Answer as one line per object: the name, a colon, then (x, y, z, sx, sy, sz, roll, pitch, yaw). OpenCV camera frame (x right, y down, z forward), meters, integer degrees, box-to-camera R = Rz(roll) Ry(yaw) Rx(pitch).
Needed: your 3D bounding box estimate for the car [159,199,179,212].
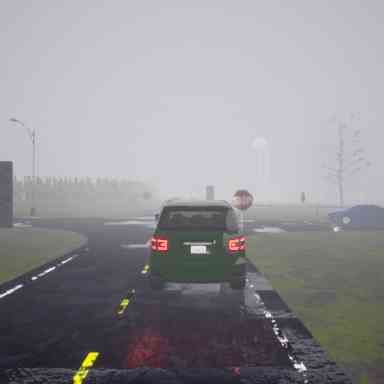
car: (-2.727, 1.586, 40.457, 1.994, 1.385, 4.181, 0, 0, 2)

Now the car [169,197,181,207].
car: (-2.692, 1.566, 53.576, 1.812, 1.442, 4.674, 0, 0, 0)

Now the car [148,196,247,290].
car: (0.111, 1.222, 9.198, 2.150, 2.045, 5.566, 0, 0, 0)

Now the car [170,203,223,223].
car: (0.216, 1.610, 26.603, 1.895, 1.301, 4.718, 0, 0, -34)

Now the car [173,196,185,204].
car: (-2.592, 1.612, 67.274, 2.033, 1.411, 5.357, 0, 0, 1)

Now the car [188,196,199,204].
car: (0.268, 1.607, 65.218, 2.033, 1.411, 5.357, 0, 0, 0)

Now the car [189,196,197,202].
car: (0.205, 1.617, 80.595, 1.812, 1.442, 4.674, 0, 0, 0)

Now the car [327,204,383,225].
car: (12.937, 1.670, 25.355, 5.008, 1.535, 1.882, 1, 1, 0)
